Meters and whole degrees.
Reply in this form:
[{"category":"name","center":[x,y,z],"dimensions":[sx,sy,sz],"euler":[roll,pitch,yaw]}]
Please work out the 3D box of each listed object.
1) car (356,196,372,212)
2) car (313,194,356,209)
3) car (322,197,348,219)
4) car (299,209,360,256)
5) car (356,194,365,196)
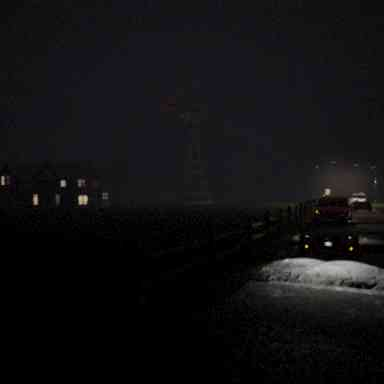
[{"category":"car","center":[20.393,1.535,39.798],"dimensions":[2.128,1.511,4.902],"euler":[-1,-1,24]},{"category":"car","center":[9.286,1.281,21.854],"dimensions":[2.150,2.045,5.566],"euler":[-1,-1,24]},{"category":"car","center":[13.329,1.429,30.901],"dimensions":[2.097,1.767,4.553],"euler":[-1,-1,25]},{"category":"car","center":[5.497,1.606,13.296],"dimensions":[1.994,1.385,4.181],"euler":[-1,-1,24]},{"category":"car","center":[24.053,1.278,48.117],"dimensions":[2.150,2.045,5.566],"euler":[-1,-1,24]}]
